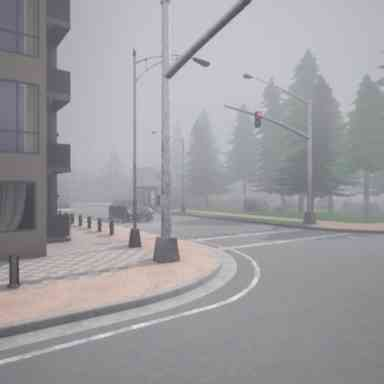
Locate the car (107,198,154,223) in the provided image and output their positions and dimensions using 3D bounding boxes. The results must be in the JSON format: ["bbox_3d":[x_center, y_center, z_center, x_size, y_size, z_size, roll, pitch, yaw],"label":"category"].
[{"bbox_3d":[-4.708,1.318,25.202,2.097,1.767,4.553,0,0,-35],"label":"car"}]

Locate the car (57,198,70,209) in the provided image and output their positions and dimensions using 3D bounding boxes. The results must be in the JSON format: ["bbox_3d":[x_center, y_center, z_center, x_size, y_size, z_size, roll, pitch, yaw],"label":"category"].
[{"bbox_3d":[-17.424,1.530,43.674,1.994,1.385,4.181,0,0,-34],"label":"car"}]
